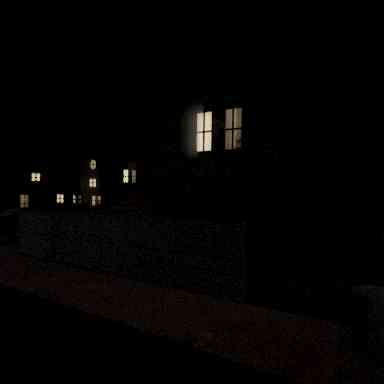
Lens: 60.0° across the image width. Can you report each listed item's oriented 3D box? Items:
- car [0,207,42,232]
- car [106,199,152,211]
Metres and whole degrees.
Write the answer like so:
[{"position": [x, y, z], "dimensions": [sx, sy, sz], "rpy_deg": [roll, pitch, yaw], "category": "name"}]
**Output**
[{"position": [-11.429, 1.762, 22.054], "dimensions": [1.812, 1.442, 4.674], "rpy_deg": [2, 0, 36], "category": "car"}, {"position": [-5.325, 1.681, 30.363], "dimensions": [2.150, 2.045, 5.566], "rpy_deg": [2, 0, 36], "category": "car"}]
